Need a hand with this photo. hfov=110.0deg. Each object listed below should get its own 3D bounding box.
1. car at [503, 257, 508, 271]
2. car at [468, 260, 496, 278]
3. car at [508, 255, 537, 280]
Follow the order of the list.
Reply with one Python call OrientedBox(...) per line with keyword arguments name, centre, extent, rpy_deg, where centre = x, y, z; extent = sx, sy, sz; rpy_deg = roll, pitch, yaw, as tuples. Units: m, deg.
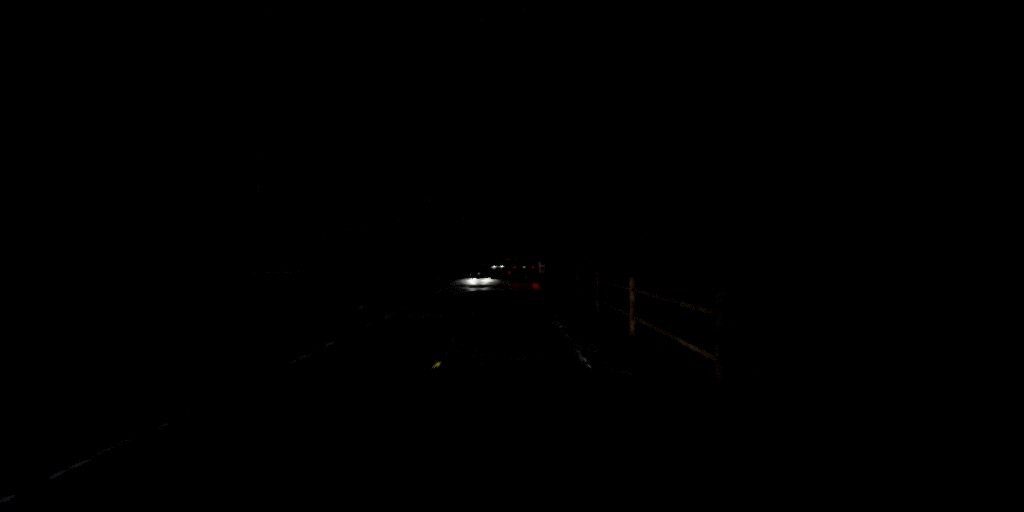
OrientedBox(name="car", centre=(0.007, 1.263, 50.752), extent=(1.837, 1.490, 4.892), rpy_deg=(0, 0, 0))
OrientedBox(name="car", centre=(-2.845, 1.312, 32.870), extent=(1.994, 1.385, 4.181), rpy_deg=(0, 0, 0))
OrientedBox(name="car", centre=(0.960, 0.971, 30.724), extent=(2.150, 2.045, 5.566), rpy_deg=(0, 0, 0))
